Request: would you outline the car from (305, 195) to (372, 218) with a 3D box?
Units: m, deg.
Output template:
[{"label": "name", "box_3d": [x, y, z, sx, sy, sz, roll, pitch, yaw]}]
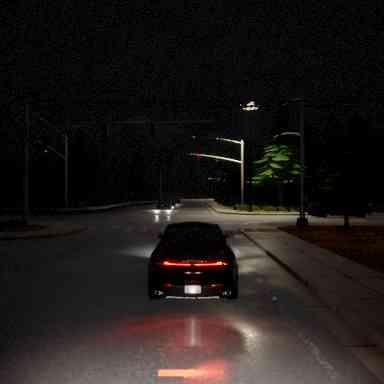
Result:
[{"label": "car", "box_3d": [12.998, 1.251, 29.606, 5.566, 2.045, 2.150, 0, 0, 1]}]

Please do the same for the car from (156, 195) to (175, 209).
[{"label": "car", "box_3d": [-3.683, 1.505, 44.355, 1.837, 1.490, 4.892, 0, 0, 0]}]

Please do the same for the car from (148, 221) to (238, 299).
[{"label": "car", "box_3d": [0.031, 1.501, 8.416, 1.837, 1.490, 4.892, 0, 0, 0]}]

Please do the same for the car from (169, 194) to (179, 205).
[{"label": "car", "box_3d": [-3.686, 1.547, 54.802, 2.033, 1.411, 5.357, 0, 0, 0]}]

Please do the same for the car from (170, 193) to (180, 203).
[{"label": "car", "box_3d": [-3.560, 1.221, 65.434, 2.150, 2.045, 5.566, 0, 0, 1]}]
